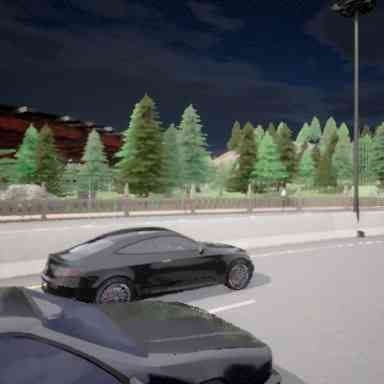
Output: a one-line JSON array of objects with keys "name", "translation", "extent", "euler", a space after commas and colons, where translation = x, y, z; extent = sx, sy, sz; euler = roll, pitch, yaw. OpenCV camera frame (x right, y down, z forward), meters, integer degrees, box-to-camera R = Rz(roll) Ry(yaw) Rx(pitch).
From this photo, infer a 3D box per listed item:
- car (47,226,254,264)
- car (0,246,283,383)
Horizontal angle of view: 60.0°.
[{"name": "car", "translation": [-0.737, 1.495, 7.293], "extent": [4.674, 1.442, 1.812], "euler": [0, 0, -33]}, {"name": "car", "translation": [-1.740, 1.535, 2.449], "extent": [5.357, 1.411, 2.033], "euler": [0, 0, -35]}]
